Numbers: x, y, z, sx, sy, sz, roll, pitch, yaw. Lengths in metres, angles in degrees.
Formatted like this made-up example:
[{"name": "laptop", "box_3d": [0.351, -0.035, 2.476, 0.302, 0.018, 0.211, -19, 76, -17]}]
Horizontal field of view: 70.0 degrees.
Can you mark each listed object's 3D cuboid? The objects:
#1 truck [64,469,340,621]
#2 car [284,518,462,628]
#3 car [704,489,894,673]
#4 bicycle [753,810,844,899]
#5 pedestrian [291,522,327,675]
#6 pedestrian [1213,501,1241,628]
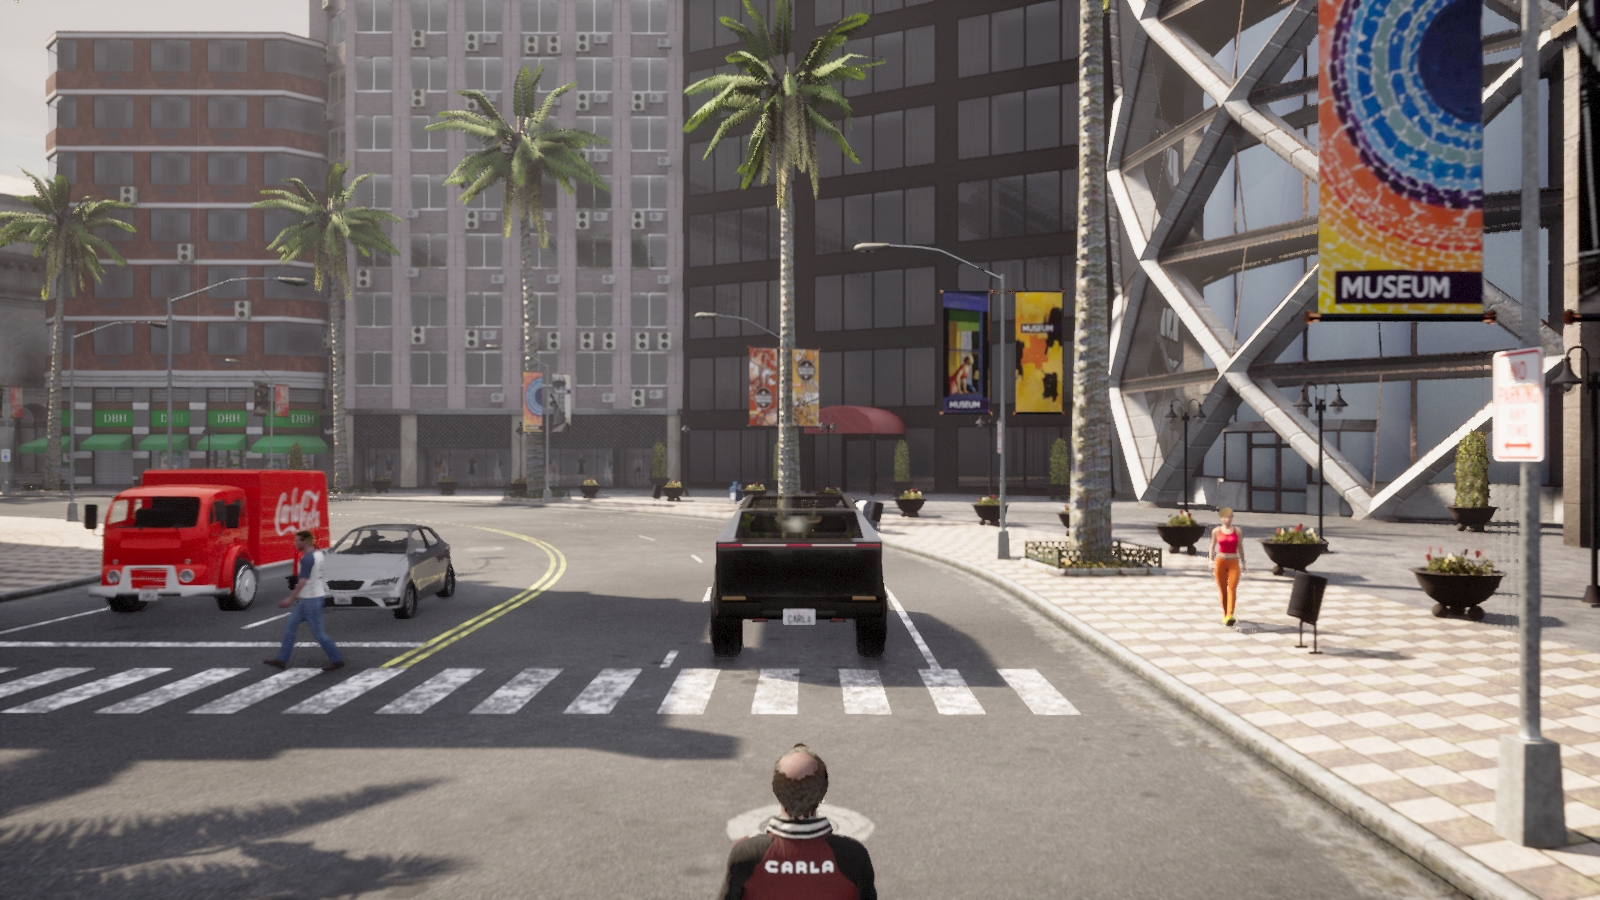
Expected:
[{"name": "truck", "box_3d": [-10.773, 1.584, 21.206, 2.627, 2.467, 5.204, 0, -1, -3]}, {"name": "car", "box_3d": [-7.373, 2.067, 20.162, 1.816, 1.474, 4.193, 0, 0, -4]}, {"name": "car", "box_3d": [-0.029, 1.755, 17.507, 2.390, 2.098, 6.274, 0, 0, 0]}, {"name": "bicycle", "box_3d": [-0.007, 2.211, 4.233, 0.329, 1.171, 1.835, 0, 0, 0]}, {"name": "pedestrian", "box_3d": [-6.181, 1.851, 14.378, 0.375, 1.860, 0.375, 0, 0, -17]}, {"name": "pedestrian", "box_3d": [6.383, 1.697, 17.084, 0.375, 1.860, 0.375, 0, 0, 19]}]
